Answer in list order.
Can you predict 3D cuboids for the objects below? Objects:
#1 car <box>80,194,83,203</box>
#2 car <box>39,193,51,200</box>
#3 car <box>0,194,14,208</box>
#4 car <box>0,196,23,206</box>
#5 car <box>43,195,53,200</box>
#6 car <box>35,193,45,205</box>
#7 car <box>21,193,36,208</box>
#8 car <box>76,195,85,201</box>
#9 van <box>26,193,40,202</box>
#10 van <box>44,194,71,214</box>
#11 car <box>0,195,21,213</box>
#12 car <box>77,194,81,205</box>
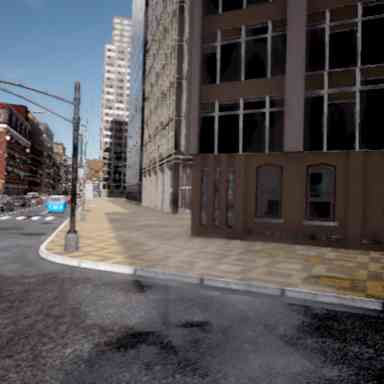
[{"bbox_3d":[-24.737,1.289,71.811,2.192,1.841,5.009,2,-1,-16],"label":"car"},{"bbox_3d":[-35.396,1.184,80.278,1.967,1.590,4.097,2,-1,-16],"label":"car"},{"bbox_3d":[-24.578,1.103,42.953,1.967,1.590,4.097,2,-1,-16],"label":"car"},{"bbox_3d":[-26.128,1.235,48.285,1.947,1.339,4.313,2,-1,-16],"label":"car"},{"bbox_3d":[-36.947,1.348,85.610,1.802,1.307,4.206,2,-1,-16],"label":"car"},{"bbox_3d":[-24.799,1.287,52.820,1.812,1.442,4.674,2,-1,-16],"label":"car"},{"bbox_3d":[-21.970,1.225,42.915,1.882,1.535,5.008,2,-1,-16],"label":"car"},{"bbox_3d":[-29.381,1.601,87.801,1.947,1.339,4.313,2,-1,-16],"label":"car"},{"bbox_3d":[-30.755,1.035,64.285,1.690,1.788,3.998,2,-1,-16],"label":"van"},{"bbox_3d":[-13.919,1.264,34.479,1.690,1.788,3.998,2,-1,-16],"label":"van"},{"bbox_3d":[-19.142,1.231,33.163,2.128,1.511,4.902,2,-1,-14],"label":"car"},{"bbox_3d":[-20.107,1.490,55.809,1.887,1.381,4.507,2,-1,-16],"label":"car"}]
